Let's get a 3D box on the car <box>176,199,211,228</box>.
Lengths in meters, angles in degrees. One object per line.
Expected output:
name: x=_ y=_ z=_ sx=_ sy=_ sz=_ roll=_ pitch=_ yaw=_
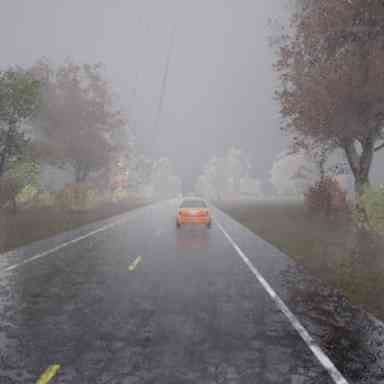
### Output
car: x=0.101 y=1.253 z=21.362 sx=2.097 sy=1.767 sz=4.553 roll=0 pitch=0 yaw=0

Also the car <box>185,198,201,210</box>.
car: x=0.103 y=1.443 z=40.399 sx=1.895 sy=1.301 sz=4.718 roll=0 pitch=0 yaw=0
